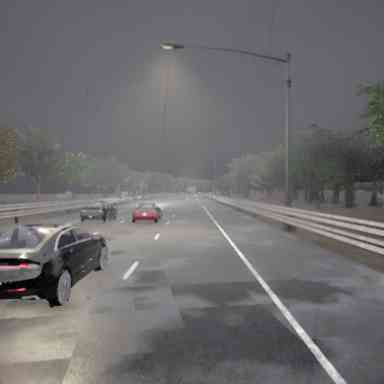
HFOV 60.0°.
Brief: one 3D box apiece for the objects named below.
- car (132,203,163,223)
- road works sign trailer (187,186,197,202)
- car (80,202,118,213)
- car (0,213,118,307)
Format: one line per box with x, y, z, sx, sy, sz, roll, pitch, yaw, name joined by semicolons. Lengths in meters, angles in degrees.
-3.403;1.558;25.867;1.994;1.385;4.181;0;0;0;car
-0.013;0.412;77.839;2.380;3.560;2.880;0;0;0;road works sign trailer
-6.905;1.486;25.039;2.128;1.511;4.902;0;0;0;car
-3.402;1.490;7.924;2.128;1.511;4.902;0;0;0;car
